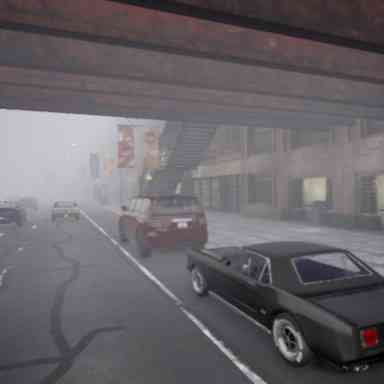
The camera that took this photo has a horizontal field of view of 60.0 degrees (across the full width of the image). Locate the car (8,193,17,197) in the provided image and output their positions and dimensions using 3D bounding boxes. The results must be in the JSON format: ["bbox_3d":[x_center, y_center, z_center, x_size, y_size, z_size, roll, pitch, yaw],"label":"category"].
[{"bbox_3d":[-30.775,1.130,57.378,2.033,1.411,5.357,-1,1,-31],"label":"car"}]

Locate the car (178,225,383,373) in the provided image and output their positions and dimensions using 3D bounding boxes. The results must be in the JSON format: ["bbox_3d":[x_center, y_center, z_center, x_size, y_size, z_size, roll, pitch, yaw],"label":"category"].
[{"bbox_3d":[1.508,1.509,5.782,1.895,1.301,4.718,-1,1,-22],"label":"car"}]

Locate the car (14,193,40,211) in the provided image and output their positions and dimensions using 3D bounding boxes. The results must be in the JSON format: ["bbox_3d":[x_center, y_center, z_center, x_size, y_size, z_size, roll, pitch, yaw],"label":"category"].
[{"bbox_3d":[-17.818,1.218,36.206,1.837,1.490,4.892,-1,1,-22],"label":"car"}]

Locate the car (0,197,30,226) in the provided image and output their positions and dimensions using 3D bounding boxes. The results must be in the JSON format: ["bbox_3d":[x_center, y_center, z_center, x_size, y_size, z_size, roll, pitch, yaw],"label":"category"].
[{"bbox_3d":[-11.779,1.320,21.296,1.882,1.535,5.008,-1,1,-22],"label":"car"}]

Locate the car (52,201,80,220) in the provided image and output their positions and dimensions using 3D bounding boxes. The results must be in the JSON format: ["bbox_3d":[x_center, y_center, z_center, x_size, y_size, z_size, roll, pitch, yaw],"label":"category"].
[{"bbox_3d":[-9.795,1.371,25.724,1.895,1.301,4.718,-1,1,-22],"label":"car"}]

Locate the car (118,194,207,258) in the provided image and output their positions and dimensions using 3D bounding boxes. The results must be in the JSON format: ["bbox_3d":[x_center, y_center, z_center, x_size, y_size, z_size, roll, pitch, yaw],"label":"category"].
[{"bbox_3d":[-1.310,1.084,12.617,2.435,2.045,5.566,-1,1,-22],"label":"car"}]
